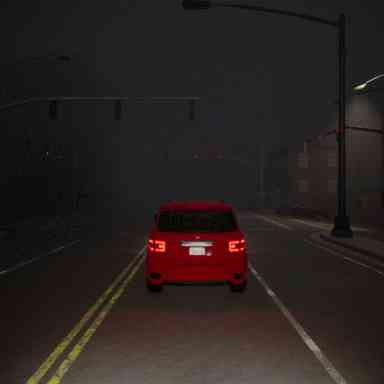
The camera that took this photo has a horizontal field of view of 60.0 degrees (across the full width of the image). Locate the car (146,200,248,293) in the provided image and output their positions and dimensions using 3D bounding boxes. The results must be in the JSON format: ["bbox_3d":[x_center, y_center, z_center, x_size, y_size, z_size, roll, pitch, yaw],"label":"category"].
[{"bbox_3d":[0.095,1.221,9.015,2.150,2.045,5.566,0,0,0],"label":"car"}]

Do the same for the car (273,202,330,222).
[{"bbox_3d":[9.713,1.689,29.599,4.902,1.511,2.128,7,0,-1],"label":"car"}]
